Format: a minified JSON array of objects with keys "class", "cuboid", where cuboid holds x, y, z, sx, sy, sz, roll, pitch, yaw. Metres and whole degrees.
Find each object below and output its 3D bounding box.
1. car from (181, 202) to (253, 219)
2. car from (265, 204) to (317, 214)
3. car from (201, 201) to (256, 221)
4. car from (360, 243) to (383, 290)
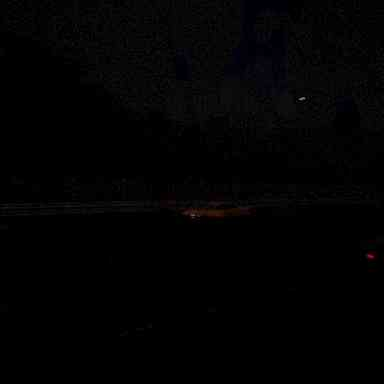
[{"class":"car","cuboid":[1.601,1.413,22.110,5.008,1.535,1.882,0,0,-34]},{"class":"car","cuboid":[6.412,1.495,21.161,4.181,1.385,1.994,0,0,-34]},{"class":"car","cuboid":[3.046,1.488,27.337,4.181,1.385,1.994,0,0,-34]},{"class":"car","cuboid":[5.805,1.523,7.763,4.181,1.385,1.994,0,0,-35]}]
